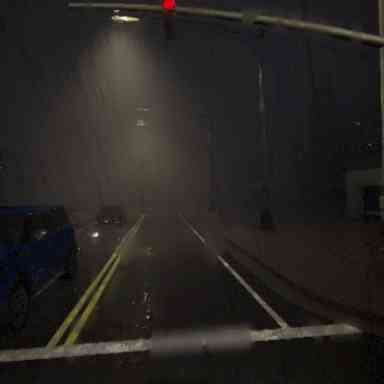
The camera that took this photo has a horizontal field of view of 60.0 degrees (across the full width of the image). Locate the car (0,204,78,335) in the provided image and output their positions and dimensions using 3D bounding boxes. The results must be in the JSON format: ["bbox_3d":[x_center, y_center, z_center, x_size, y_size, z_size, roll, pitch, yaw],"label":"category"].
[{"bbox_3d":[-4.078,1.330,7.151,2.150,2.045,5.566,-2,0,-5],"label":"car"}]

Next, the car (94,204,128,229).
[{"bbox_3d":[-5.650,1.660,23.488,1.837,1.490,4.892,-2,0,-5],"label":"car"}]
